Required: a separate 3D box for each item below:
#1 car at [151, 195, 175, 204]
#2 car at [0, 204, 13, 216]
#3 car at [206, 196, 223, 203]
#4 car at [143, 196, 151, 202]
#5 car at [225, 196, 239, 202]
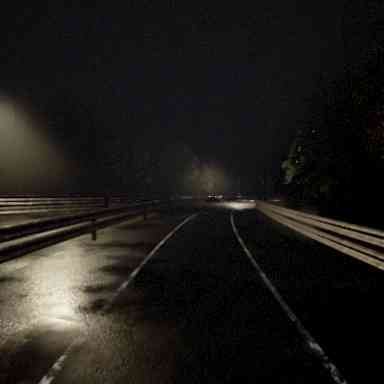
[{"bbox_3d":[-4.636,1.311,57.642,1.882,1.535,5.008,0,-1,22],"label":"car"},{"bbox_3d":[-14.884,0.947,23.216,1.837,1.490,4.892,0,-1,22],"label":"car"},{"bbox_3d":[4.575,1.598,71.163,1.994,1.385,4.181,0,-1,22],"label":"car"},{"bbox_3d":[-7.114,1.444,60.852,1.895,1.301,4.718,0,-1,22],"label":"car"},{"bbox_3d":[10.856,1.739,86.824,1.837,1.490,4.892,0,-1,22],"label":"car"}]
